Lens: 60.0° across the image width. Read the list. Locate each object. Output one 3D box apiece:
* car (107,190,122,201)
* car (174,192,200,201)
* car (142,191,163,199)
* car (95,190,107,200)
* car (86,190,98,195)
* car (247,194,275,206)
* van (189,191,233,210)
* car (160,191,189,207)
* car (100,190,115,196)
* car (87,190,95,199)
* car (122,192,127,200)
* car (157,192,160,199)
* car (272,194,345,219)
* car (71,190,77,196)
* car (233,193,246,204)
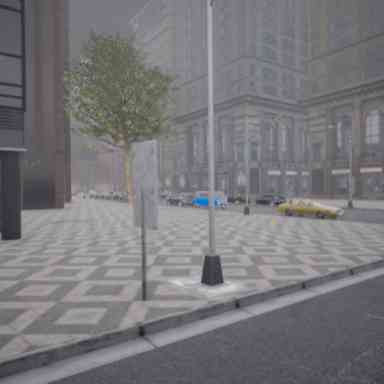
[{"bbox_3d":[-11.050,0.712,51.578,2.008,1.369,4.403,0,1,-35],"label":"car"},{"bbox_3d":[-0.849,0.679,51.872,2.008,1.369,4.403,0,1,-35],"label":"car"},{"bbox_3d":[-7.294,0.515,61.073,2.008,1.369,4.403,0,1,-35],"label":"car"},{"bbox_3d":[-14.273,0.631,56.179,2.008,1.369,4.403,0,1,-35],"label":"car"},{"bbox_3d":[-26.631,0.074,88.675,1.802,1.307,4.206,0,1,-35],"label":"car"},{"bbox_3d":[8.820,0.921,38.067,1.947,1.339,4.313,0,1,-35],"label":"car"},{"bbox_3d":[1.842,0.813,33.168,1.690,1.788,3.998,0,1,-35],"label":"van"},{"bbox_3d":[-1.381,0.952,37.772,2.008,1.369,4.403,0,1,-35],"label":"car"},{"bbox_3d":[-20.185,0.191,79.474,1.887,1.381,4.507,0,1,-35],"label":"car"},{"bbox_3d":[-17.496,0.550,60.779,2.008,1.369,4.403,0,1,-35],"label":"car"},{"bbox_3d":[-7.730,0.772,46.838,1.752,1.417,4.829,0,1,-35],"label":"car"},{"bbox_3d":[-4.071,0.486,56.472,1.967,1.590,4.097,0,1,-35],"label":"car"},{"bbox_3d":[8.386,1.120,23.824,1.752,1.417,4.829,0,1,-35],"label":"car"},{"bbox_3d":[-27.164,0.202,74.580,1.967,1.590,4.097,0,1,-35],"label":"car"},{"bbox_3d":[5.598,0.830,42.668,1.887,1.381,4.507,0,1,-35],"label":"car"}]
